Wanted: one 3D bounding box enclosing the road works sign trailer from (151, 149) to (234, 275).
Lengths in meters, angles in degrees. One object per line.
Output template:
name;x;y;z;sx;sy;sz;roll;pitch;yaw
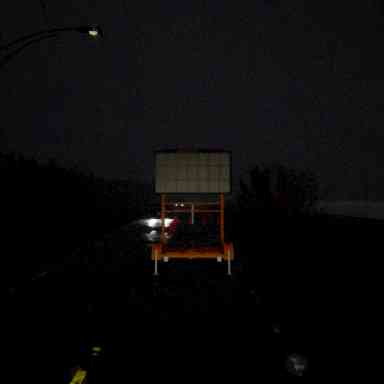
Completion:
road works sign trailer;0.022;0.468;10.427;2.380;3.560;2.880;0;0;0

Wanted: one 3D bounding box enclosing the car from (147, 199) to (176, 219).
car;-2.788;1.590;29.667;1.994;1.385;4.181;0;0;0

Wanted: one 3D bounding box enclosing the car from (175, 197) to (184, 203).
car;-2.604;1.676;70.187;1.994;1.385;4.181;0;0;0
